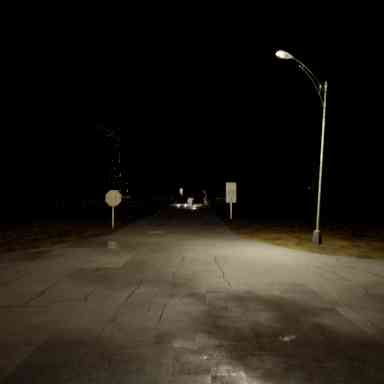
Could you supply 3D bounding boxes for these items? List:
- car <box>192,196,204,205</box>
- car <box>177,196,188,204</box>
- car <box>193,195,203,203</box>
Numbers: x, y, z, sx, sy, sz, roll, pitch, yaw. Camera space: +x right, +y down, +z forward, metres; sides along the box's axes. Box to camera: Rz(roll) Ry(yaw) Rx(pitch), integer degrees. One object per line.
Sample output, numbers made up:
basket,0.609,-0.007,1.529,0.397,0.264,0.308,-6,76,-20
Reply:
car,1.017,1.412,54.678,1.994,1.385,4.181,0,0,1
car,-1.654,1.374,58.942,2.033,1.411,5.357,0,0,1
car,1.204,1.362,64.729,1.994,1.385,4.181,0,0,1
